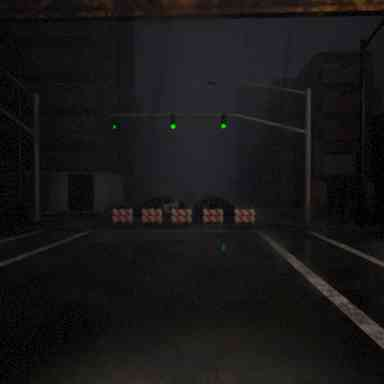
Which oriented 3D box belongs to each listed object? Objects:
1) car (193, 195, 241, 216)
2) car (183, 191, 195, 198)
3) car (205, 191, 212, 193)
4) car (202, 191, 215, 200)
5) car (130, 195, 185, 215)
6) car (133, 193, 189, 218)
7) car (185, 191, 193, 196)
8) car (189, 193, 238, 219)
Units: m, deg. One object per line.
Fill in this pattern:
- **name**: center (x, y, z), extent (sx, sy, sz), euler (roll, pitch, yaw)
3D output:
- **car**: center (1.682, 0.924, 24.127), extent (1.853, 1.218, 4.536), euler (0, 1, -18)
- **car**: center (-0.499, 0.386, 59.381), extent (1.853, 1.218, 4.536), euler (0, 1, 2)
- **car**: center (2.540, 0.676, 50.663), extent (2.038, 1.542, 4.974), euler (0, 1, 2)
- **car**: center (2.541, 0.517, 50.712), extent (1.853, 1.218, 4.536), euler (0, 1, 2)
- **car**: center (-2.420, 0.917, 24.620), extent (1.853, 1.218, 4.536), euler (0, 1, 27)
- **car**: center (-2.444, 1.075, 24.577), extent (2.038, 1.542, 4.974), euler (0, 1, 27)
- **car**: center (-0.501, 0.544, 59.331), extent (2.038, 1.542, 4.974), euler (0, 1, 2)
- **car**: center (1.698, 1.082, 24.080), extent (2.038, 1.542, 4.974), euler (0, 1, -18)
